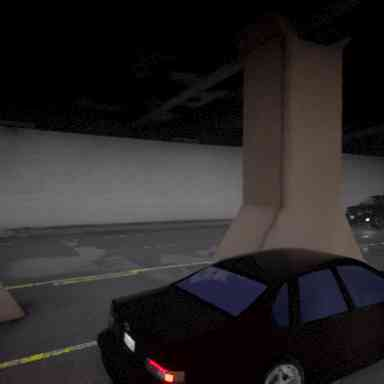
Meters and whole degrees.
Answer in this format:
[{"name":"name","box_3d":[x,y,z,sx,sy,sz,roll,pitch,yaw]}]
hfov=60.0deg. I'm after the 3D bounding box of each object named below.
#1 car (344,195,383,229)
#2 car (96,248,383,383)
[{"name":"car","box_3d":[12.561,1.215,21.611,5.566,2.045,2.150,0,0,-20]},{"name":"car","box_3d":[1.525,1.537,4.590,5.357,1.411,2.033,0,0,-31]}]
